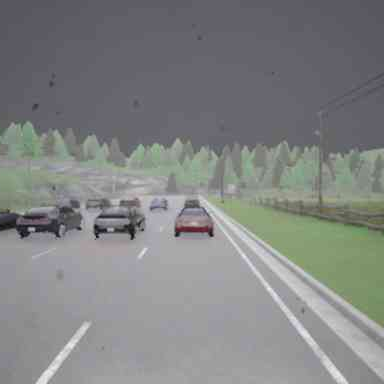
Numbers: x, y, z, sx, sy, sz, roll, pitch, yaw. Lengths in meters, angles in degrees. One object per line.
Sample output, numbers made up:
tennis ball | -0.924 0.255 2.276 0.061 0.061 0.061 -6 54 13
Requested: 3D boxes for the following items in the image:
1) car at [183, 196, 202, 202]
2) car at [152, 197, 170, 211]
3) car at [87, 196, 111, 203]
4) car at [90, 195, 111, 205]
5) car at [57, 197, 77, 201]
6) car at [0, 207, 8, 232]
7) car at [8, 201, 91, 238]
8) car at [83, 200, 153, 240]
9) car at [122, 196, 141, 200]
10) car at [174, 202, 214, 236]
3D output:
car | 0.020 1.231 37.501 1.837 1.490 4.892 0 1 0
car | -3.493 1.281 36.174 2.033 1.411 5.357 0 0 0
car | -10.481 1.217 37.493 2.128 1.511 4.902 0 1 0
car | -13.951 1.224 51.231 1.895 1.301 4.718 0 0 1
car | -13.986 1.289 37.398 1.994 1.385 4.181 0 0 1
car | -10.399 1.435 17.309 1.994 1.385 4.181 0 0 0
car | -6.899 1.378 16.739 1.837 1.490 4.892 0 0 0
car | -3.398 1.369 16.338 2.128 1.511 4.902 0 0 0
car | -6.975 1.197 38.145 1.882 1.535 5.008 0 1 0
car | 0.102 1.433 17.589 1.994 1.385 4.181 0 0 0
